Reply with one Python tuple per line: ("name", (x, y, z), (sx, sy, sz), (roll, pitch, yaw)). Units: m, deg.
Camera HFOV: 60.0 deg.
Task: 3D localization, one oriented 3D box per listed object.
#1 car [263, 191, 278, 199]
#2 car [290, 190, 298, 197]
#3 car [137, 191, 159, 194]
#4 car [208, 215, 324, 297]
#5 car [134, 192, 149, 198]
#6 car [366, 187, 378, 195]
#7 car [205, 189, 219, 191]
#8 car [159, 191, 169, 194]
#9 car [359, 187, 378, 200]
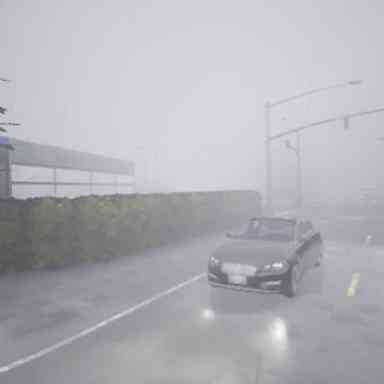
("car", (15.186, 0.534, 64.411), (1.970, 1.475, 3.806), (-1, 1, 31))
("car", (21.552, 0.350, 69.247), (1.845, 1.501, 3.633), (-1, 1, 31))
("car", (-9.299, 0.947, 66.307), (2.007, 1.523, 4.514), (-1, 1, 31))
("car", (2.111, 1.380, 8.542), (2.128, 1.511, 4.902), (-1, 1, 31))
("car", (-13.677, 0.779, 89.635), (1.970, 1.475, 3.806), (-1, 1, 31))
("car", (35.252, -0.138, 65.037), (1.812, 1.442, 4.674), (-1, 1, 30))
("car", (5.673, 0.327, 78.907), (1.932, 1.855, 4.605), (-1, 1, 31))
("car", (-8.007, 0.606, 86.616), (2.152, 1.636, 5.027), (-1, 1, 31))
("car", (27.471, 0.217, 51.835), (2.150, 2.045, 5.566), (-1, 1, 31))
